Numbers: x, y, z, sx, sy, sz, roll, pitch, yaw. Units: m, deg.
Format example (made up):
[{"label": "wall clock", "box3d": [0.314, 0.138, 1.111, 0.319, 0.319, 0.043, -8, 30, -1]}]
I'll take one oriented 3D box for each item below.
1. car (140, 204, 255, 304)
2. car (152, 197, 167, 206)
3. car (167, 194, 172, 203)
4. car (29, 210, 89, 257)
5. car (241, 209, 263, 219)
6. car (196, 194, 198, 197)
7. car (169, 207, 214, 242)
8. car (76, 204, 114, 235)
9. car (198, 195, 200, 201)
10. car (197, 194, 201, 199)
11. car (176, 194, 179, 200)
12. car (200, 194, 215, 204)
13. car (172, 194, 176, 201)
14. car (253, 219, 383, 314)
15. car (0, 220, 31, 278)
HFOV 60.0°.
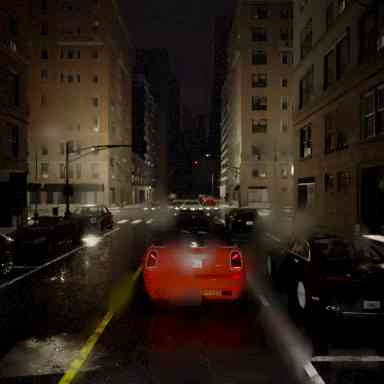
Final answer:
[{"label": "car", "box3d": [0.054, 1.352, 8.309, 2.097, 1.767, 4.553, 0, 0, 0]}, {"label": "car", "box3d": [-5.697, 1.617, 55.544, 1.802, 1.307, 4.206, 0, 0, 0]}, {"label": "car", "box3d": [-5.690, 1.606, 66.361, 2.008, 1.369, 4.403, 0, 0, 0]}, {"label": "car", "box3d": [-5.684, 1.582, 12.939, 1.802, 1.307, 4.206, 0, 0, 0]}, {"label": "car", "box3d": [2.836, 1.566, 18.450, 1.947, 1.339, 4.313, 0, 0, 0]}, {"label": "car", "box3d": [2.848, 1.559, 87.994, 1.967, 1.590, 4.097, 0, 0, 0]}, {"label": "car", "box3d": [-0.015, 1.564, 16.963, 1.994, 1.385, 4.181, 0, 0, 0]}, {"label": "car", "box3d": [-5.690, 1.440, 18.441, 1.967, 1.590, 4.097, 0, 0, 0]}, {"label": "car", "box3d": [2.835, 1.605, 66.358, 2.008, 1.369, 4.403, 0, 0, 0]}, {"label": "car", "box3d": [2.841, 1.523, 77.176, 1.967, 1.590, 4.097, 0, 0, 0]}, {"label": "car", "box3d": [-5.673, 1.455, 93.404, 2.192, 1.841, 5.009, 0, 0, 0]}, {"label": "car", "box3d": [2.827, 1.475, 55.540, 1.967, 1.590, 4.097, 0, 0, 0]}, {"label": "car", "box3d": [-5.680, 1.625, 82.416, 1.752, 1.417, 4.829, 0, 0, 0]}, {"label": "car", "box3d": [2.848, 1.550, 7.448, 2.008, 1.369, 4.403, 0, 0, 0]}, {"label": "car", "box3d": [-5.677, 1.566, 7.438, 1.947, 1.339, 4.313, 0, 0, 0]}]
